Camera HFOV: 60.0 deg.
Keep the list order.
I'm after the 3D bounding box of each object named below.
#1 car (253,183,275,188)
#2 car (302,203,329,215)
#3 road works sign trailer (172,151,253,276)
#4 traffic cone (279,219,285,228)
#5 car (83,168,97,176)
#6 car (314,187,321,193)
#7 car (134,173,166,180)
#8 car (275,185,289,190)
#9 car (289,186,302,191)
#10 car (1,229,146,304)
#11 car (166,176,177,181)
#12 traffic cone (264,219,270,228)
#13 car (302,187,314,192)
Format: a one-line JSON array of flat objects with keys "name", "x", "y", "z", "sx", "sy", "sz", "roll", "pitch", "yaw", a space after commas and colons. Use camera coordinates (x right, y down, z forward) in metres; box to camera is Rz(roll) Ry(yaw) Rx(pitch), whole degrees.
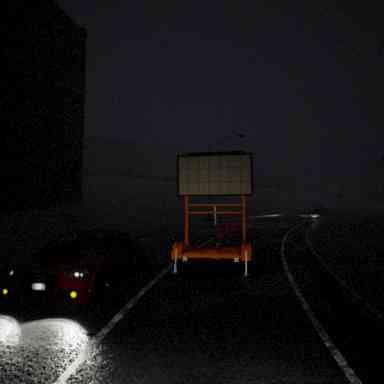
[{"name": "car", "x": 15.081, "y": -1.091, "z": 72.600, "sx": 4.792, "sy": 1.488, "sz": 2.163, "roll": 3, "pitch": -6, "yaw": -38}, {"name": "car", "x": 16.244, "y": 2.250, "z": 43.776, "sx": 4.674, "sy": 1.442, "sz": 1.812, "roll": 1, "pitch": -4, "yaw": -43}, {"name": "road works sign trailer", "x": 0.756, "y": 0.525, "z": 10.657, "sx": 2.380, "sy": 3.560, "sz": 2.880, "roll": -1, "pitch": -1, "yaw": 12}, {"name": "traffic cone", "x": 6.083, "y": 2.130, "z": 22.523, "sx": 0.340, "sy": 0.580, "sz": 0.340, "roll": -2, "pitch": -1, "yaw": 17}, {"name": "car", "x": -16.695, "y": -2.866, "z": 50.422, "sx": 4.553, "sy": 1.767, "sz": 2.185, "roll": 2, "pitch": -5, "yaw": -33}, {"name": "car", "x": 31.789, "y": -0.178, "z": 87.165, "sx": 5.566, "sy": 2.045, "sz": 2.435, "roll": 5, "pitch": -6, "yaw": -43}, {"name": "car", "x": -7.542, "y": -2.347, "z": 56.396, "sx": 4.892, "sy": 1.521, "sz": 2.231, "roll": 2, "pitch": -5, "yaw": -33}, {"name": "car", "x": 19.353, "y": -0.811, "z": 76.084, "sx": 4.674, "sy": 1.452, "sz": 2.002, "roll": 4, "pitch": -6, "yaw": -39}, {"name": "car", "x": 23.474, "y": -0.576, "z": 79.599, "sx": 4.892, "sy": 1.521, "sz": 2.231, "roll": 4, "pitch": -6, "yaw": -40}, {"name": "car", "x": -2.604, "y": 1.634, "z": 8.295, "sx": 1.994, "sy": 1.385, "sz": 4.181, "roll": -1, "pitch": -1, "yaw": 9}, {"name": "car", "x": -2.930, "y": -2.136, "z": 59.421, "sx": 4.892, "sy": 1.521, "sz": 2.231, "roll": 3, "pitch": -5, "yaw": -33}, {"name": "traffic cone", "x": 5.127, "y": 2.159, "z": 22.806, "sx": 0.340, "sy": 0.580, "sz": 0.340, "roll": -2, "pitch": -1, "yaw": 17}, {"name": "car", "x": 27.675, "y": -0.391, "z": 83.354, "sx": 4.553, "sy": 1.767, "sz": 2.185, "roll": 4, "pitch": -6, "yaw": -42}]
